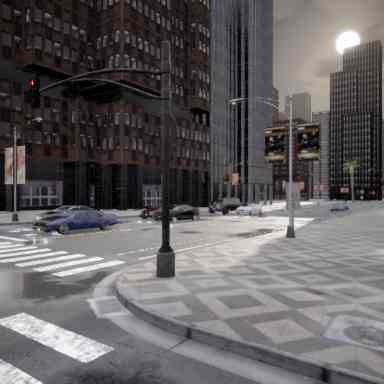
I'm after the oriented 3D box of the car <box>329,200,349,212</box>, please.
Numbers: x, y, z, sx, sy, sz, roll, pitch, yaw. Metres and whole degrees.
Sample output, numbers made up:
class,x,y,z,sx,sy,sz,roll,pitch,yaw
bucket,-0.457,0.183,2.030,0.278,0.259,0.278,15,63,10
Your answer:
class,x,y,z,sx,sy,sz,roll,pitch,yaw
car,23.291,2.404,52.330,2.033,1.411,5.357,0,-1,35

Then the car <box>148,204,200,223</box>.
class,x,y,z,sx,sy,sz,roll,pitch,yaw
car,-1.269,1.837,29.223,1.882,1.535,5.008,0,-1,35

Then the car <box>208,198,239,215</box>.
class,x,y,z,sx,sy,sz,roll,pitch,yaw
car,4.297,1.784,42.689,2.150,2.045,5.566,0,-1,35

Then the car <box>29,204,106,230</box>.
class,x,y,z,sx,sy,sz,roll,pitch,yaw
car,-8.862,1.723,24.125,2.128,1.511,4.902,0,-1,35

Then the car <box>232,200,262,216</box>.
class,x,y,z,sx,sy,sz,roll,pitch,yaw
car,7.104,2.097,41.022,1.812,1.442,4.674,0,-1,35

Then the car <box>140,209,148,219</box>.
class,x,y,z,sx,sy,sz,roll,pitch,yaw
car,-3.102,1.940,32.270,1.994,1.385,4.181,0,-1,35

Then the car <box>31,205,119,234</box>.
class,x,y,z,sx,sy,sz,roll,pitch,yaw
car,-7.124,1.760,20.958,2.033,1.411,5.357,0,-1,35
